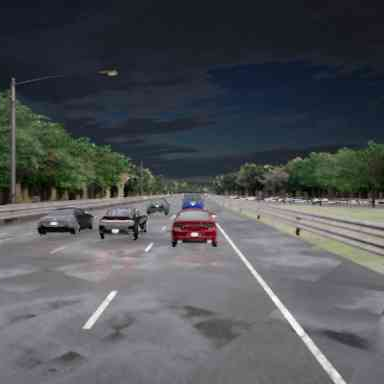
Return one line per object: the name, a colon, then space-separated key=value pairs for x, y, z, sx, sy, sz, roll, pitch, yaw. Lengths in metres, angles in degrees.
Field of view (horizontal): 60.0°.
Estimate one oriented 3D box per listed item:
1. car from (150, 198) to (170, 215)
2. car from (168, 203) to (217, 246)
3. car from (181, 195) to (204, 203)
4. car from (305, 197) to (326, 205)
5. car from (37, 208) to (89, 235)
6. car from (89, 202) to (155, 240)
car: x=-3.403 y=1.408 z=34.693 sx=2.097 sy=1.767 sz=4.553 roll=0 pitch=0 yaw=0
car: x=0.098 y=1.496 z=15.348 sx=1.882 sy=1.535 sz=5.008 roll=0 pitch=0 yaw=0
car: x=0.095 y=1.276 z=34.262 sx=2.150 sy=2.045 sz=5.566 roll=0 pitch=0 yaw=0
car: x=25.219 y=1.819 z=67.643 sx=1.882 sy=1.535 sz=5.008 roll=0 pitch=0 yaw=-22
car: x=-6.908 y=1.555 z=18.664 sx=1.994 sy=1.385 sz=4.181 roll=0 pitch=0 yaw=0
car: x=-3.396 y=1.507 z=17.179 sx=2.128 sy=1.511 sz=4.902 roll=1 pitch=0 yaw=0
